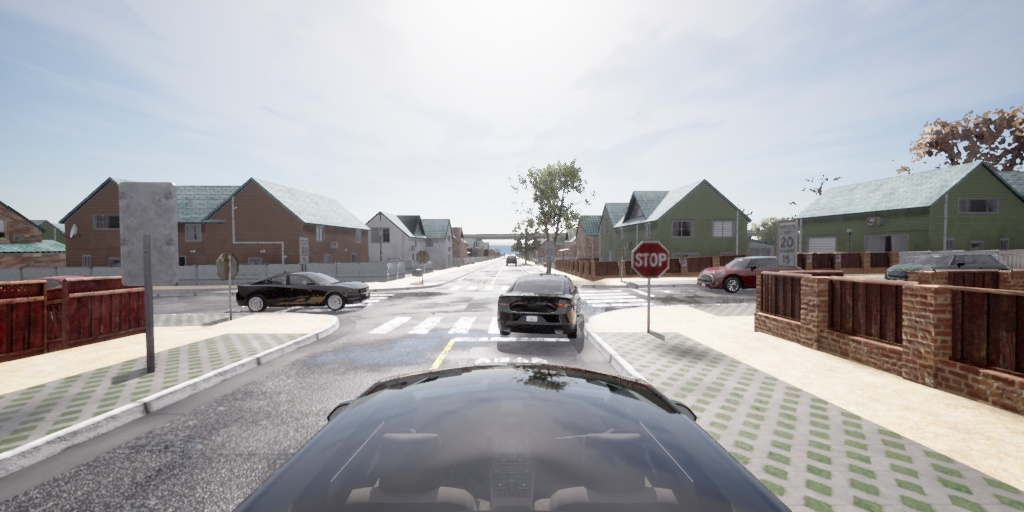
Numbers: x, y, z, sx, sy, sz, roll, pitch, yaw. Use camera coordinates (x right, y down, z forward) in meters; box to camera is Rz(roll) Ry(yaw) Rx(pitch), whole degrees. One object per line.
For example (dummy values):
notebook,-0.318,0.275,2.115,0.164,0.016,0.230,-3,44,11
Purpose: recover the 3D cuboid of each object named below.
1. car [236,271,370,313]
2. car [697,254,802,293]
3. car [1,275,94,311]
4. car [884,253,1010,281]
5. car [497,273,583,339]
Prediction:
car,-8.484,1.375,14.786,5.008,1.535,1.882,-1,2,0
car,11.788,0.819,17.893,4.553,1.767,2.097,-1,2,0
car,-18.036,1.545,14.712,5.008,1.535,1.882,-1,2,0
car,21.682,0.645,17.976,4.553,1.767,2.097,-1,2,0
car,0.948,1.224,10.270,1.882,1.535,5.008,0,0,12
